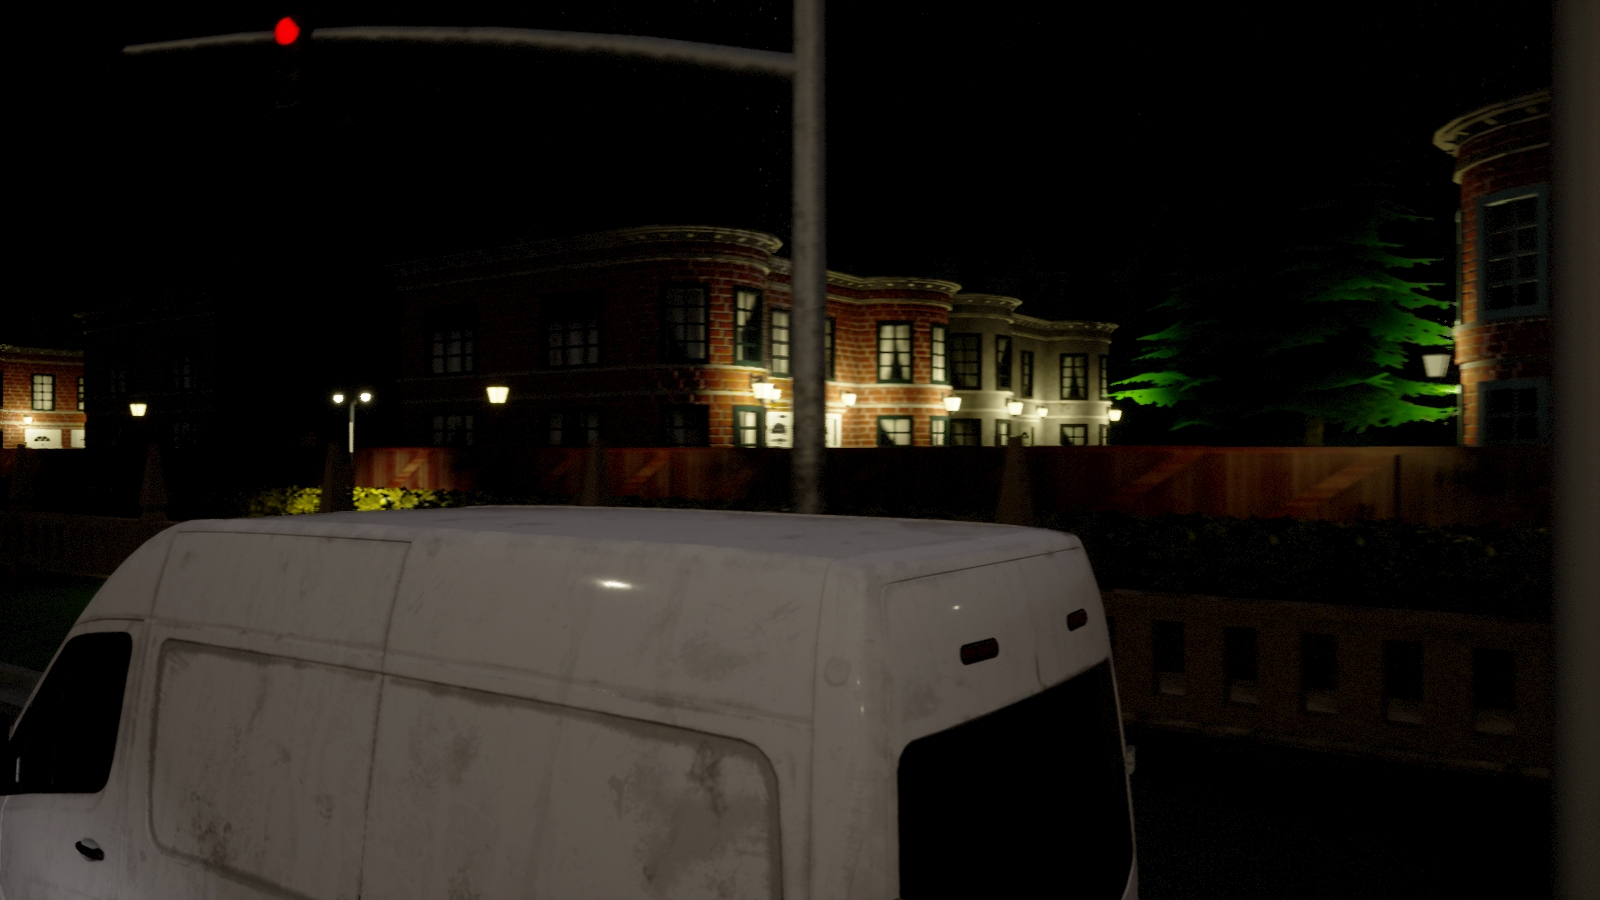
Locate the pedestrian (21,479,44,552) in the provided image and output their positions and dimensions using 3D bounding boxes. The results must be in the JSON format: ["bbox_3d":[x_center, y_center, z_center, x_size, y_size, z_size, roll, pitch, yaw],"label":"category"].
[{"bbox_3d":[-20.049,1.701,29.840,0.375,1.860,0.375,0,0,33],"label":"pedestrian"}]

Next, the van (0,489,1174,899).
[{"bbox_3d":[-1.665,1.534,4.944,5.915,2.561,1.988,0,0,35],"label":"van"}]
